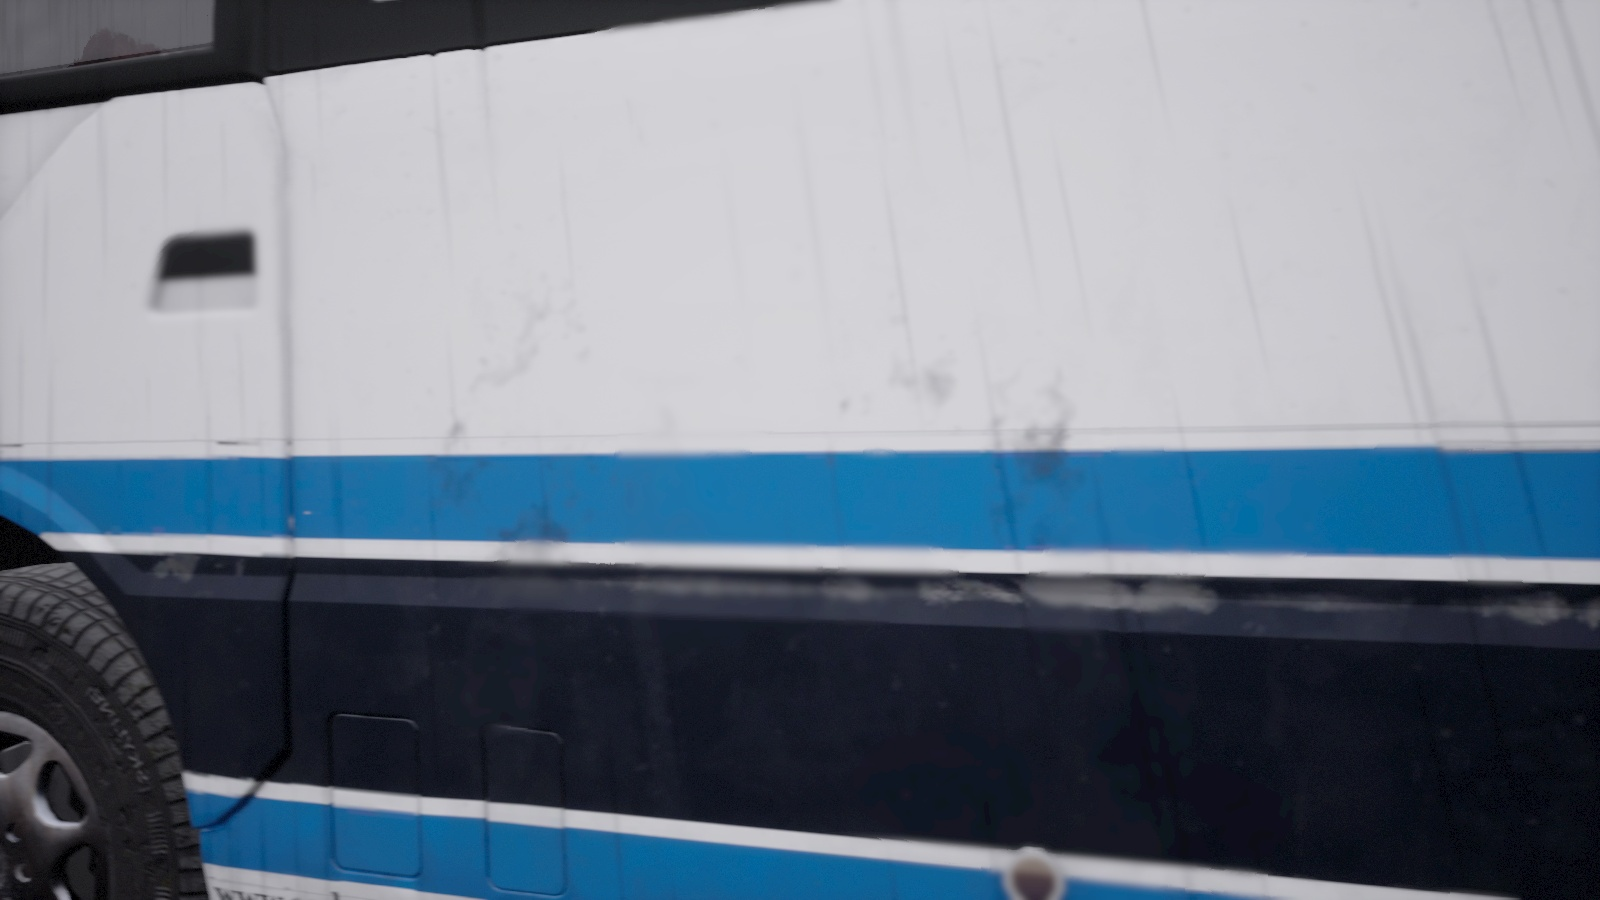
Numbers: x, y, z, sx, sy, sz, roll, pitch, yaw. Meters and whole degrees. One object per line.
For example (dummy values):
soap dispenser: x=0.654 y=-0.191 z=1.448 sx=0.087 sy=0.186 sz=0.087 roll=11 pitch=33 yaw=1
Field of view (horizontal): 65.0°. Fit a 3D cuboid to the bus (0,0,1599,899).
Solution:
bus: x=1.511 y=-0.595 z=3.200 sx=10.273 sy=4.253 sz=3.944 roll=0 pitch=1 yaw=19
